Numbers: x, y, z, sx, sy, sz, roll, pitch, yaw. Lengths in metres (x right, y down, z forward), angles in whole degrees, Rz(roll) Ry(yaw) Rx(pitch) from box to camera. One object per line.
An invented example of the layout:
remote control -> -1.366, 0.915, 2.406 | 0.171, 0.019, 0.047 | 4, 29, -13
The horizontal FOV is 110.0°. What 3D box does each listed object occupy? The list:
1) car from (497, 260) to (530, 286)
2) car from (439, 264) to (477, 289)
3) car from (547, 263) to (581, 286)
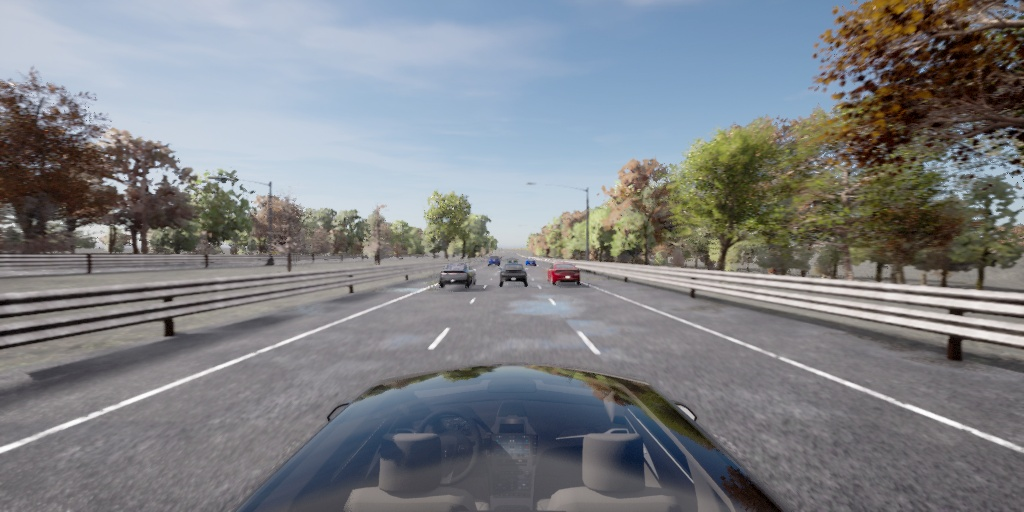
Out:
car -> 0.103, 1.245, 25.544 | 1.837, 1.490, 4.892 | 0, 0, 0
car -> -3.397, 1.233, 23.007 | 2.128, 1.511, 4.902 | 0, 0, 0
car -> 3.604, 1.218, 25.601 | 1.882, 1.535, 5.008 | 0, 0, 0
